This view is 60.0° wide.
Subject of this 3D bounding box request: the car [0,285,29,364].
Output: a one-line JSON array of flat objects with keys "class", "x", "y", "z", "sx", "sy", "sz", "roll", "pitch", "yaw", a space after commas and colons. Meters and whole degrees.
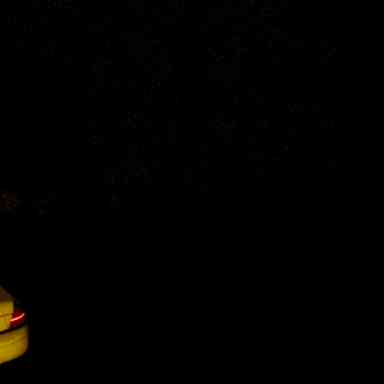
[{"class": "car", "x": -4.332, "y": 1.482, "z": 5.057, "sx": 5.366, "sy": 1.575, "sz": 1.801, "roll": -1, "pitch": 1, "yaw": 42}]
